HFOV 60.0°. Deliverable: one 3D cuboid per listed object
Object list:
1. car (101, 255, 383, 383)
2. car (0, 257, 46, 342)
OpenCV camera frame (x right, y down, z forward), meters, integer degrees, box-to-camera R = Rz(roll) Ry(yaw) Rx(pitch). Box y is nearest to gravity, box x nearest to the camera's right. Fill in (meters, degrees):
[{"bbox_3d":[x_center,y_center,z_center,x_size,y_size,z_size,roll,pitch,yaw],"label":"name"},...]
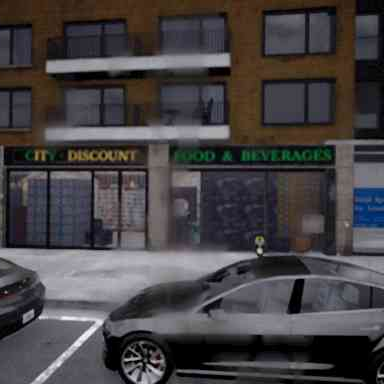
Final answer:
[{"bbox_3d":[1.010,1.572,4.391,4.313,1.339,1.947,0,1,7],"label":"car"},{"bbox_3d":[-4.533,1.560,5.084,4.403,1.369,2.008,0,1,7],"label":"car"}]
